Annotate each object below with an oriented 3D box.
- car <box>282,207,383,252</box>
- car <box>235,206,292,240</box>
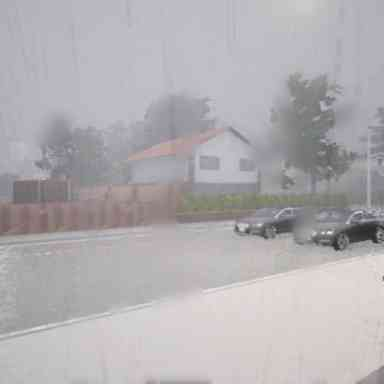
[{"bbox_3d":[6.348,1.479,14.038,4.902,1.511,2.128,0,0,-35],"label":"car"},{"bbox_3d":[4.314,1.479,16.886,4.902,1.511,2.128,0,0,-35],"label":"car"}]
